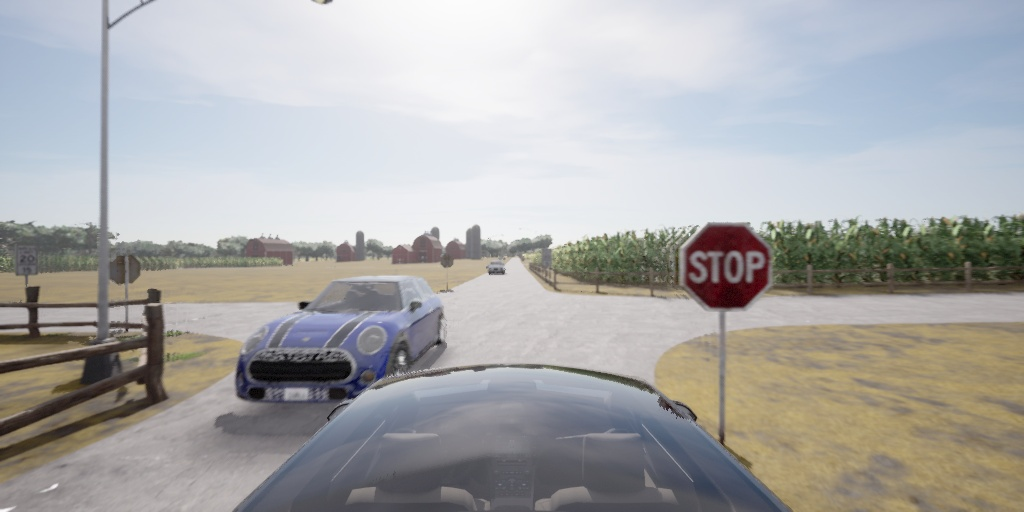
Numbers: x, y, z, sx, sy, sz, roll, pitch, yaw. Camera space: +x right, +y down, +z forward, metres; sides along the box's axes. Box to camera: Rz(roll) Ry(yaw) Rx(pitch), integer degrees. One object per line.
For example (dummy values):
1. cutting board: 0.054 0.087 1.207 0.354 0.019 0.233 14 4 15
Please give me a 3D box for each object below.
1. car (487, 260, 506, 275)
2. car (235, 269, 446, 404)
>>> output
1. car: -2.040 1.627 48.380 2.150 2.045 5.566 0 1 1
2. car: -2.642 1.157 6.697 2.097 1.767 4.553 0 -1 1
